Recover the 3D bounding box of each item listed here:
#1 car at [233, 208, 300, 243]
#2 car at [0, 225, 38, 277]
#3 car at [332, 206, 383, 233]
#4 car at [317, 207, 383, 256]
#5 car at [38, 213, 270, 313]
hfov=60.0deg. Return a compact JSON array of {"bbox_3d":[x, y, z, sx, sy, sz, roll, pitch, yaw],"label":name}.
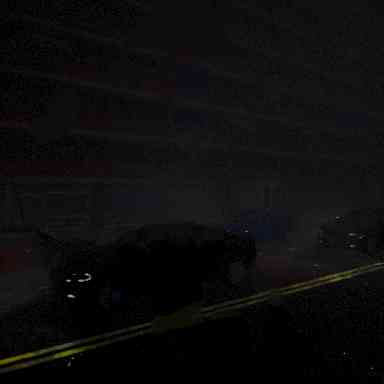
[{"bbox_3d":[2.548,1.465,14.398,5.008,1.535,1.882,0,0,-35],"label":"car"},{"bbox_3d":[-5.170,1.600,8.914,4.718,1.301,1.895,0,0,-35],"label":"car"},{"bbox_3d":[10.756,1.575,20.245,4.718,1.301,1.895,0,0,-35],"label":"car"},{"bbox_3d":[7.067,1.461,13.319,5.008,1.535,1.882,0,0,-35],"label":"car"},{"bbox_3d":[-0.652,1.473,7.809,5.008,1.535,1.882,0,0,-35],"label":"car"}]
